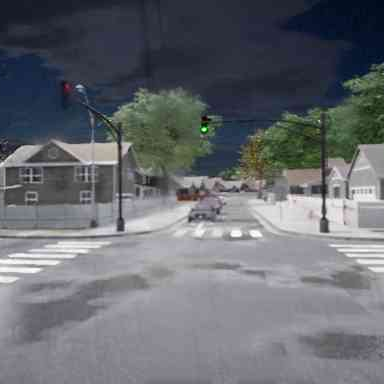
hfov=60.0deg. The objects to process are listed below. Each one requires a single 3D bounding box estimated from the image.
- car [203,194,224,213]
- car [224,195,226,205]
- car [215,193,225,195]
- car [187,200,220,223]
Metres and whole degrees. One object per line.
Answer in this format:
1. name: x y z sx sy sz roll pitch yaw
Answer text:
1. car: 1.885 1.343 34.367 2.097 1.767 4.553 -1 0 7
2. car: 3.108 1.469 44.634 2.128 1.511 4.902 -1 0 7
3. car: 4.645 1.177 56.579 2.150 2.045 5.566 -1 0 8
4. car: 0.835 1.566 25.471 1.994 1.385 4.181 -1 0 7
